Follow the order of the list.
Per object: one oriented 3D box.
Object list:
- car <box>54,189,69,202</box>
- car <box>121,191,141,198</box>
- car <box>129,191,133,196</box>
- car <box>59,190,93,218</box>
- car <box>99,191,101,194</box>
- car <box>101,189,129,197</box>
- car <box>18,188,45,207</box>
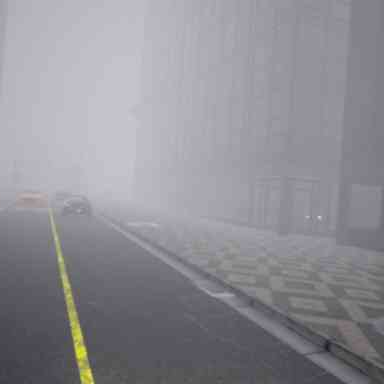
[{"bbox_3d":[-14.664,0.373,38.045,1.882,1.535,5.008,4,0,-24],"label":"car"},{"bbox_3d":[-15.347,0.544,83.539,4.403,1.369,2.008,5,-1,-24],"label":"car"},{"bbox_3d":[-11.875,0.690,75.755,4.313,1.339,1.947,5,-1,-24],"label":"car"},{"bbox_3d":[-8.019,0.919,23.109,1.812,1.442,4.674,4,0,-24],"label":"car"},{"bbox_3d":[-20.493,0.024,81.213,4.097,1.590,1.967,5,-1,-24],"label":"car"},{"bbox_3d":[-17.028,0.265,73.426,4.403,1.369,2.008,5,-1,-24],"label":"car"},{"bbox_3d":[-14.275,0.400,29.638,1.882,1.535,5.008,4,0,-24],"label":"car"}]
